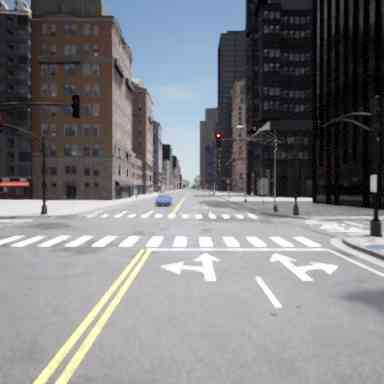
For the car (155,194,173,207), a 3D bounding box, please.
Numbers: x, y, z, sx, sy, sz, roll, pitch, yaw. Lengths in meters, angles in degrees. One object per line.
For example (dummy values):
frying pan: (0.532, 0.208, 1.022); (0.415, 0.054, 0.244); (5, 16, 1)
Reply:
car: (-3.246, 0.964, 38.946); (1.882, 1.535, 5.008); (0, 2, 0)
